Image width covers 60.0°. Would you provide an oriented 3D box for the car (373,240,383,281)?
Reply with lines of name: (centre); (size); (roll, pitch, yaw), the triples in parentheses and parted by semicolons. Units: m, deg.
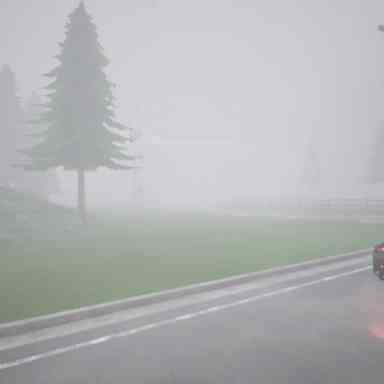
car: (6.432, 1.460, 8.361); (4.892, 1.490, 1.837); (0, 0, -35)
